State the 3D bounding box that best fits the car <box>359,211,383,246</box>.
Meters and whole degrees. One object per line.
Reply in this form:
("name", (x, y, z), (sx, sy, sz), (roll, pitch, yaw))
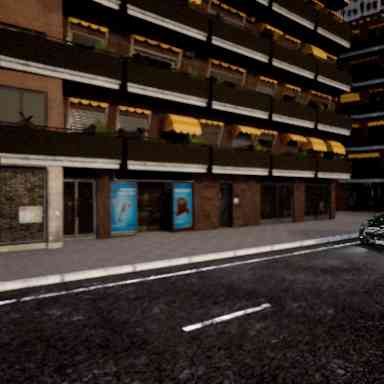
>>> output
("car", (9.309, 1.425, 14.619), (4.553, 1.767, 2.097), (0, 0, -37))
